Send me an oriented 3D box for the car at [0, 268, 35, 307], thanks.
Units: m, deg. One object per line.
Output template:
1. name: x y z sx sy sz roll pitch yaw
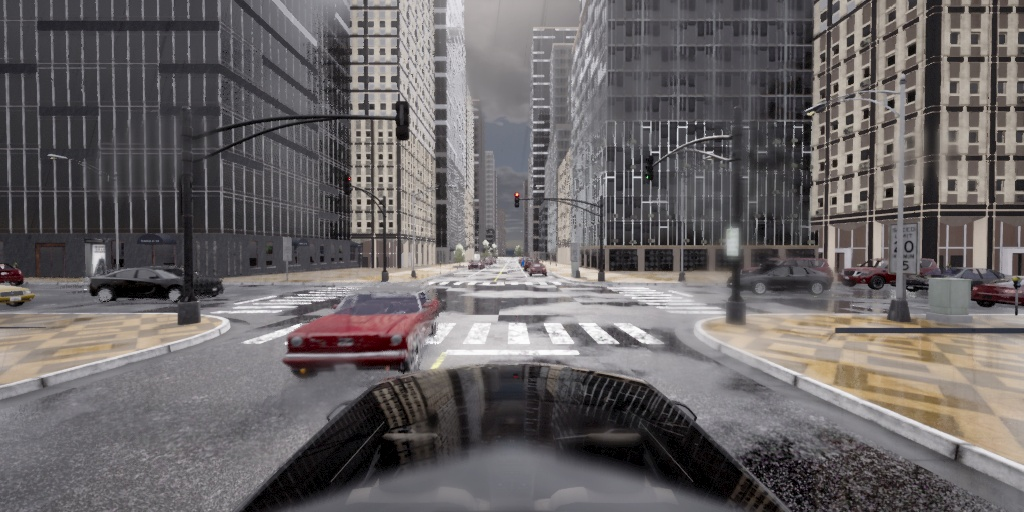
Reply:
1. car: -21.252 1.301 13.613 4.829 1.417 1.751 0 0 0

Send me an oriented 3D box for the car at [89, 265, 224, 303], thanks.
1. car: -15.886 1.223 16.176 5.008 1.535 1.882 0 1 1

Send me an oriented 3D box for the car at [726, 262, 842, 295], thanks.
1. car: 14.185 1.250 19.189 4.892 1.490 1.837 0 1 1

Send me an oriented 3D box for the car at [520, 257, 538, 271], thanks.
1. car: 2.585 1.046 47.004 2.192 1.841 5.009 0 0 0

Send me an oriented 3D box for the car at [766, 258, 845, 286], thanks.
1. car: 16.575 1.024 21.811 5.009 1.841 2.192 0 0 0

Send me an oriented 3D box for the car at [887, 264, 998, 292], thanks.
1. car: 24.008 1.305 19.220 5.357 1.411 2.033 0 1 0

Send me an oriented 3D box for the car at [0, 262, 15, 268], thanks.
1. car: -32.551 1.077 21.662 4.097 1.591 1.967 0 0 0

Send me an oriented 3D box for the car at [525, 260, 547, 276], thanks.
1. car: 2.556 1.319 35.955 1.802 1.307 4.207 0 0 0

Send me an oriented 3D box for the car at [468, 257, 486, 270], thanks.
1. car: -5.280 1.168 52.509 1.967 1.591 4.097 0 0 0

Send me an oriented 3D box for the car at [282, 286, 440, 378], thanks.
1. car: -2.676 1.349 7.504 1.895 1.301 4.718 0 0 -6

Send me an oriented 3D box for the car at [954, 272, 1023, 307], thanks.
1. car: 20.189 1.418 13.678 4.207 1.307 1.802 0 0 0

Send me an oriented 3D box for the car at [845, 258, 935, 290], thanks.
1. car: 22.907 1.032 21.821 5.009 1.841 2.192 0 0 0

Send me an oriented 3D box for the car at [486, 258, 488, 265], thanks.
1. car: -5.276 1.307 58.034 1.802 1.307 4.207 0 0 0
